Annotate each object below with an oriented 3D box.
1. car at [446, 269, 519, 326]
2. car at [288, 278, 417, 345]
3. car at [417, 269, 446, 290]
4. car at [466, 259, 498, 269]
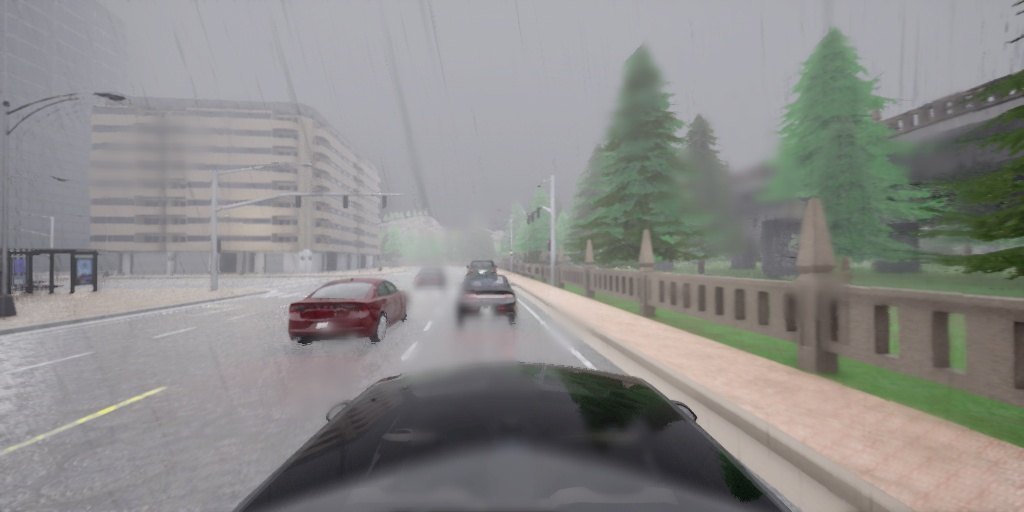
[{"bbox_3d":[-0.864,1.363,12.278,2.128,1.511,4.902,0,-1,-5],"label":"car"},{"bbox_3d":[-4.168,1.343,10.025,1.882,1.535,5.008,0,-1,-4],"label":"car"},{"bbox_3d":[-5.606,1.592,25.480,2.033,1.411,5.357,0,-1,-6],"label":"car"},{"bbox_3d":[-2.240,1.266,26.944,2.150,2.045,5.566,0,0,-6],"label":"car"}]
